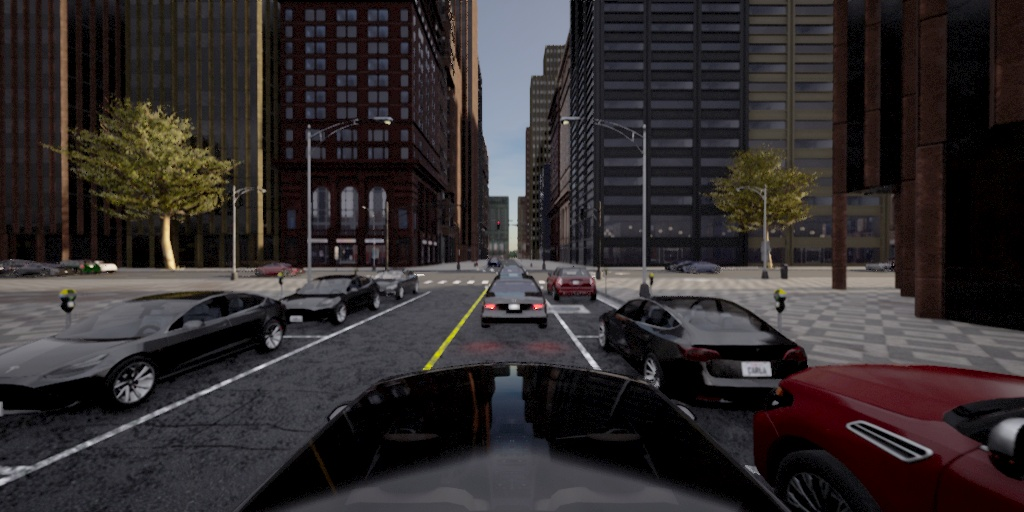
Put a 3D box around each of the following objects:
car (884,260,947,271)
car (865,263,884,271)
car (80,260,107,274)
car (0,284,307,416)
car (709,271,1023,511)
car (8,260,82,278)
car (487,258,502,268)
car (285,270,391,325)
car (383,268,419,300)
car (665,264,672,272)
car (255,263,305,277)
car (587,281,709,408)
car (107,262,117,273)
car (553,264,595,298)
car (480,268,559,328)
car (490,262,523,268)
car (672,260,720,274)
[{"bbox_3d":[44.085,0.951,38.998,4.553,1.767,2.097,0,0,0],"label":"car"},{"bbox_3d":[44.666,1.179,42.244,4.718,1.301,1.895,0,0,0],"label":"car"},{"bbox_3d":[-47.649,1.174,38.839,4.553,1.767,2.097,0,0,1],"label":"car"},{"bbox_3d":[-5.762,1.309,6.126,1.948,1.339,4.313,0,0,0],"label":"car"},{"bbox_3d":[2.761,1.066,0.488,2.192,1.841,5.009,0,0,0],"label":"car"},{"bbox_3d":[-46.130,1.402,35.487,4.181,1.385,1.994,0,0,0],"label":"car"},{"bbox_3d":[-3.037,1.049,59.931,2.097,1.767,4.553,0,0,0],"label":"car"},{"bbox_3d":[-5.759,1.302,11.762,1.948,1.339,4.313,0,0,0],"label":"car"},{"bbox_3d":[-5.756,1.280,17.399,2.007,1.370,4.403,0,0,0],"label":"car"},{"bbox_3d":[20.291,1.190,42.257,4.181,1.385,1.994,0,0,0],"label":"car"},{"bbox_3d":[-22.894,1.336,35.485,4.181,1.385,1.994,0,0,0],"label":"car"},{"bbox_3d":[2.763,1.310,6.124,1.948,1.339,4.313,0,0,0],"label":"car"},{"bbox_3d":[-49.205,1.332,42.070,4.674,1.442,1.812,0,0,1],"label":"car"},{"bbox_3d":[2.769,1.169,17.396,1.967,1.591,4.097,0,0,0],"label":"car"},{"bbox_3d":[0.068,1.285,11.232,2.033,1.411,5.357,0,0,0],"label":"car"},{"bbox_3d":[0.007,1.272,21.304,2.033,1.411,5.357,0,0,0],"label":"car"},{"bbox_3d":[20.252,1.210,39.007,4.181,1.385,1.994,0,0,0],"label":"car"}]
